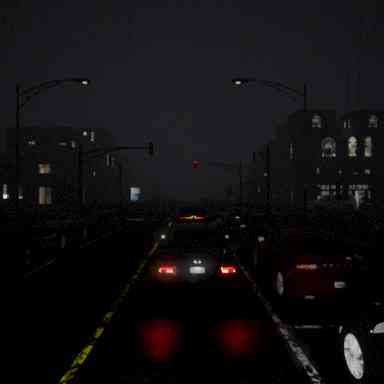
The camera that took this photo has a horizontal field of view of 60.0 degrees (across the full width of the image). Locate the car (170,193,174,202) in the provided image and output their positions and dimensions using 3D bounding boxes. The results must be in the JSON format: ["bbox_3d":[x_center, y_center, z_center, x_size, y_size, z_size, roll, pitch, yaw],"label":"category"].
[{"bbox_3d":[-5.760,1.448,74.111,1.967,1.590,4.097,0,0,0],"label":"car"}]

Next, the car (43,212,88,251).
[{"bbox_3d":[-5.700,1.551,13.946,2.008,1.369,4.403,0,0,0],"label":"car"}]

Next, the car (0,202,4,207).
[{"bbox_3d":[-25.491,1.445,40.393,4.829,1.417,1.752,0,-1,1],"label":"car"}]

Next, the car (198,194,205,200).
[{"bbox_3d":[2.605,1.454,90.672,1.967,1.590,4.097,0,0,0],"label":"car"}]

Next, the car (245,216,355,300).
[{"bbox_3d":[2.687,1.545,8.245,1.887,1.381,4.507,0,0,0],"label":"car"}]

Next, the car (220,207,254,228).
[{"bbox_3d":[2.675,1.552,19.629,2.008,1.369,4.403,0,0,0],"label":"car"}]

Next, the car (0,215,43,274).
[{"bbox_3d":[-5.693,1.440,8.254,1.967,1.590,4.097,0,0,0],"label":"car"}]

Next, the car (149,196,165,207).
[{"bbox_3d":[-5.738,1.586,52.024,1.802,1.307,4.206,0,0,0],"label":"car"}]

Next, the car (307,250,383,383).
[{"bbox_3d":[2.692,1.551,2.553,2.008,1.369,4.403,0,0,0],"label":"car"}]

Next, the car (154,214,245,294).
[{"bbox_3d":[0.091,1.548,8.902,2.033,1.411,5.357,0,0,0],"label":"car"}]

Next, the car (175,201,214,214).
[{"bbox_3d":[0.081,1.506,19.423,1.837,1.490,4.892,0,0,0],"label":"car"}]

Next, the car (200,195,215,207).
[{"bbox_3d":[2.643,1.570,52.019,1.947,1.339,4.313,0,0,0],"label":"car"}]

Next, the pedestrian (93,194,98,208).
[{"bbox_3d":[-12.594,1.133,43.151,0.375,1.860,0.375,0,-1,1],"label":"pedestrian"}]

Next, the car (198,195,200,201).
[{"bbox_3d":[2.631,1.587,63.062,1.802,1.307,4.206,0,0,0],"label":"car"}]

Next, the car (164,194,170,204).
[{"bbox_3d":[-5.749,1.556,63.067,2.008,1.369,4.403,0,0,0],"label":"car"}]

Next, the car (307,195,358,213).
[{"bbox_3d":[15.575,1.313,37.211,5.566,2.045,2.150,0,0,1],"label":"car"}]
